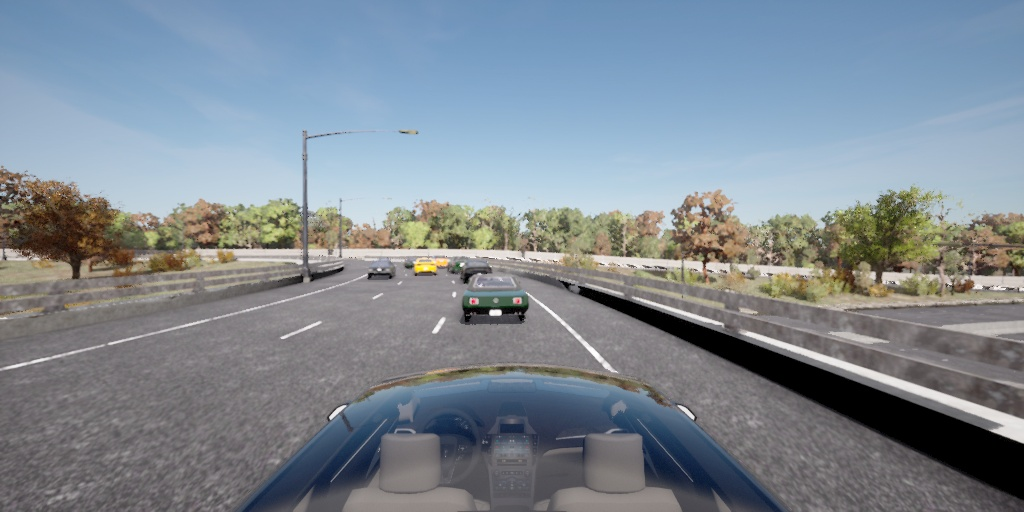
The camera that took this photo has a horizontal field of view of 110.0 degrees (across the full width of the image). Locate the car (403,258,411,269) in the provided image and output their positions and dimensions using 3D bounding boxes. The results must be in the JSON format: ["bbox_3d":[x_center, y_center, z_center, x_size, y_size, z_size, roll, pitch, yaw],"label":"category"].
[{"bbox_3d":[-12.932,0.911,46.478,1.994,1.385,4.181,0,1,-23],"label":"car"}]

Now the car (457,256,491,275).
[{"bbox_3d":[-2.549,1.017,24.933,1.882,1.535,5.008,0,1,-11],"label":"car"}]

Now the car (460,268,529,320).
[{"bbox_3d":[-0.639,1.256,12.129,1.895,1.301,4.718,0,1,-5],"label":"car"}]

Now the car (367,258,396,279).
[{"bbox_3d":[-10.547,1.052,29.167,2.033,1.411,5.357,0,1,-14],"label":"car"}]

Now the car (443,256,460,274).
[{"bbox_3d":[-5.335,0.791,36.104,2.097,1.767,4.553,0,1,-17],"label":"car"}]

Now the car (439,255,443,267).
[{"bbox_3d":[-9.963,0.681,48.400,2.097,1.767,4.553,0,1,-23],"label":"car"}]

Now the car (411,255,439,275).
[{"bbox_3d":[-8.267,0.938,33.886,1.882,1.535,5.008,0,0,-16],"label":"car"}]
